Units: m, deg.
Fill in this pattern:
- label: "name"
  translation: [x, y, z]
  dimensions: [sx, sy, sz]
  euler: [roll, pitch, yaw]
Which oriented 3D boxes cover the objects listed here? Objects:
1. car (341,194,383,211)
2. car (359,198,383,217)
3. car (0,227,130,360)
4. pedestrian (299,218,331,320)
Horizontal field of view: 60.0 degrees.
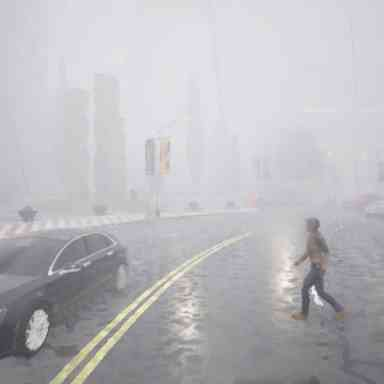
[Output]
- label: "car"
  translation: [20.567, 1.221, 39.928]
  dimensions: [5.566, 2.045, 2.150]
  euler: [0, 0, -22]
- label: "car"
  translation: [17.680, 1.526, 30.304]
  dimensions: [4.674, 1.442, 1.812]
  euler: [0, 0, -33]
- label: "car"
  translation: [-2.723, 1.505, 6.190]
  dimensions: [1.837, 1.490, 4.892]
  euler: [-1, 0, 11]
- label: "pedestrian"
  translation: [2.124, 1.294, 5.773]
  dimensions: [0.375, 1.860, 0.375]
  euler: [0, 0, 11]
